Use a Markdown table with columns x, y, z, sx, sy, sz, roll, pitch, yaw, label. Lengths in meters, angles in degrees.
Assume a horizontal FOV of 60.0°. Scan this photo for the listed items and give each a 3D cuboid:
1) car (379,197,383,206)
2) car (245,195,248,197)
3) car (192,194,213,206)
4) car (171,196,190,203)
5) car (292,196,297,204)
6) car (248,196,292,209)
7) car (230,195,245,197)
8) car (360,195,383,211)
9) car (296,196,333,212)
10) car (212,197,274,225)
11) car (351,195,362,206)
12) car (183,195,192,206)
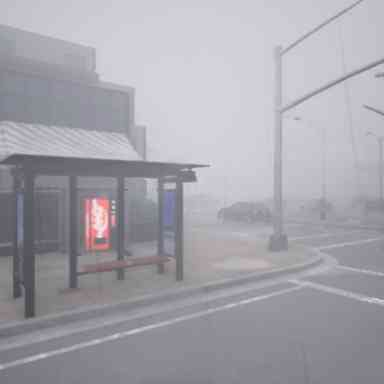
| x | y | z | sx | sy | sz | roll | pitch | yaw | label |
| --- | --- | --- | --- | --- | --- | --- | --- | --- | --- |
| 32.787 | 1.498 | 54.836 | 3.806 | 1.475 | 1.970 | 0 | 0 | -36 | car |
| 13.445 | 1.463 | 68.542 | 3.633 | 1.501 | 1.845 | 0 | 0 | -36 | car |
| 2.507 | 1.238 | 52.675 | 3.866 | 1.878 | 1.905 | 0 | 0 | -36 | car |
| -2.477 | 1.538 | 71.879 | 3.806 | 1.475 | 1.970 | 0 | 0 | -36 | car |
| 19.236 | 1.442 | 60.398 | 4.514 | 1.523 | 2.007 | 0 | 0 | -36 | car |
| 9.965 | 1.315 | 42.279 | 5.027 | 1.636 | 2.152 | 0 | 0 | -36 | car |
| 12.775 | 1.467 | 82.641 | 5.027 | 1.636 | 2.152 | 0 | 0 | -36 | car |
| 21.831 | 1.452 | 38.387 | 4.514 | 1.523 | 2.007 | 0 | 0 | -36 | car |
| 13.969 | 1.393 | 37.253 | 3.806 | 1.475 | 1.970 | 0 | 0 | -36 | car |
| 4.041 | 1.510 | 26.237 | 2.097 | 1.767 | 4.553 | 0 | 0 | -36 | car |
| 25.919 | 1.242 | 49.862 | 4.605 | 1.855 | 1.932 | 0 | 0 | -36 | car |
| 0.478 | 1.258 | 54.795 | 4.605 | 1.855 | 1.932 | 0 | 0 | -36 | car |
